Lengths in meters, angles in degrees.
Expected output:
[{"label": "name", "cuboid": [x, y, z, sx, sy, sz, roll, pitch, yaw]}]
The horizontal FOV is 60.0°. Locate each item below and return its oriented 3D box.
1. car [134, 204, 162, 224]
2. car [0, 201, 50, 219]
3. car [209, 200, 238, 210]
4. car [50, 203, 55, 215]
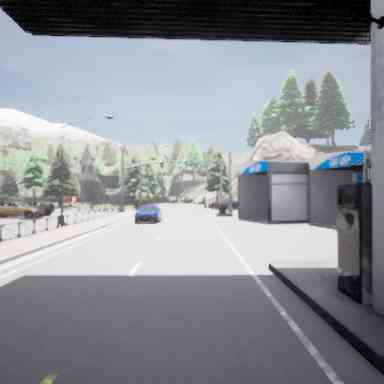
[{"label": "car", "cuboid": [-3.603, 1.776, 27.945, 1.882, 1.535, 5.008, 0, -1, 0]}, {"label": "car", "cuboid": [-16.429, 1.662, 30.924, 5.027, 1.636, 2.152, 0, -1, 0]}, {"label": "car", "cuboid": [5.115, 2.034, 52.273, 5.008, 1.535, 1.882, 0, 0, 2]}, {"label": "car", "cuboid": [-16.499, 1.704, 34.060, 4.514, 1.523, 2.007, 0, -1, 0]}]
